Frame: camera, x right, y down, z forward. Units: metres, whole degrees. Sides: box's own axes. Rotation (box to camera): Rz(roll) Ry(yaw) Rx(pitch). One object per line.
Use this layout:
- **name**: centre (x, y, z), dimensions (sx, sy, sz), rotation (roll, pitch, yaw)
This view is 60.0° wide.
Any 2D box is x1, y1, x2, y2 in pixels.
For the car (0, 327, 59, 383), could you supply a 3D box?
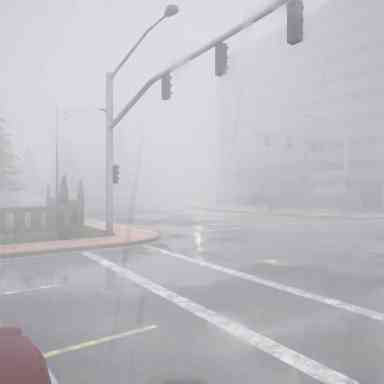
- **car**: centre (-3.096, 1.601, 1.571), dimensions (4.718, 1.301, 1.895), rotation (0, 0, -35)
